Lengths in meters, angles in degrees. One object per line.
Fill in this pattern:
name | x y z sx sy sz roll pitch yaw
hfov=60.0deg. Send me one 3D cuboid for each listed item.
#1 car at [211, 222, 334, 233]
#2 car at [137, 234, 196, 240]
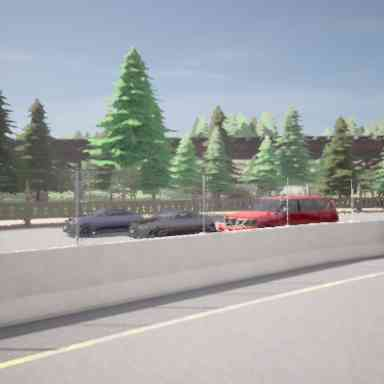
car | 3.831 1.174 14.273 5.566 2.045 2.150 0 0 -28
car | -0.893 1.524 15.551 4.181 1.385 1.994 0 0 -30
